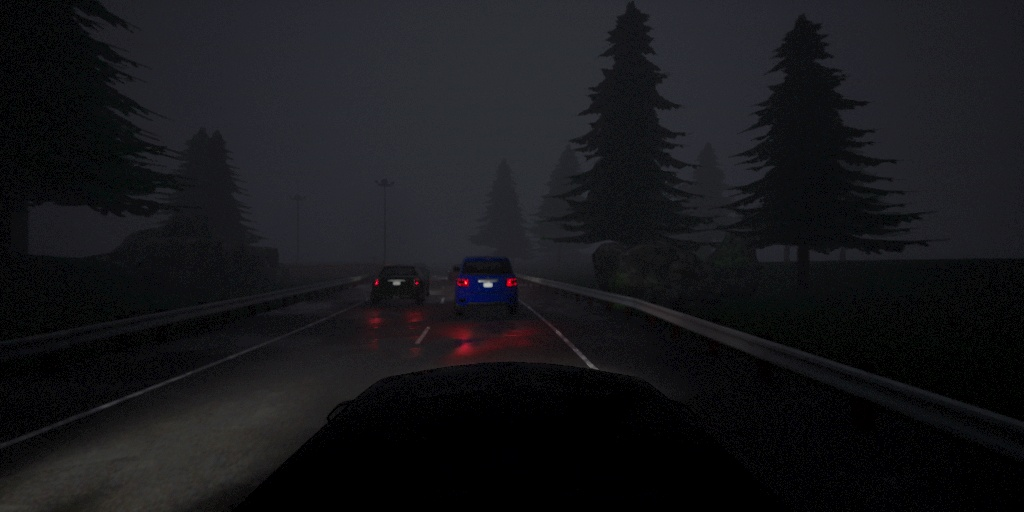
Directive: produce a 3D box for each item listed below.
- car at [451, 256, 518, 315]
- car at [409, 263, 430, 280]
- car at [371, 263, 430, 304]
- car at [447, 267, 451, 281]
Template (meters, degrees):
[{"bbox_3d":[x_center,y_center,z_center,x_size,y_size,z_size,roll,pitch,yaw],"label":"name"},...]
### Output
[{"bbox_3d":[-1.099,1.017,14.108,2.150,2.045,5.566,0,0,-7],"label":"car"},{"bbox_3d":[-8.879,1.394,34.345,1.812,1.442,4.674,0,0,-14],"label":"car"},{"bbox_3d":[-5.076,1.157,16.832,2.097,1.767,4.553,0,0,-9],"label":"car"},{"bbox_3d":[-4.538,1.417,31.356,1.994,1.385,4.181,0,0,-14],"label":"car"}]
